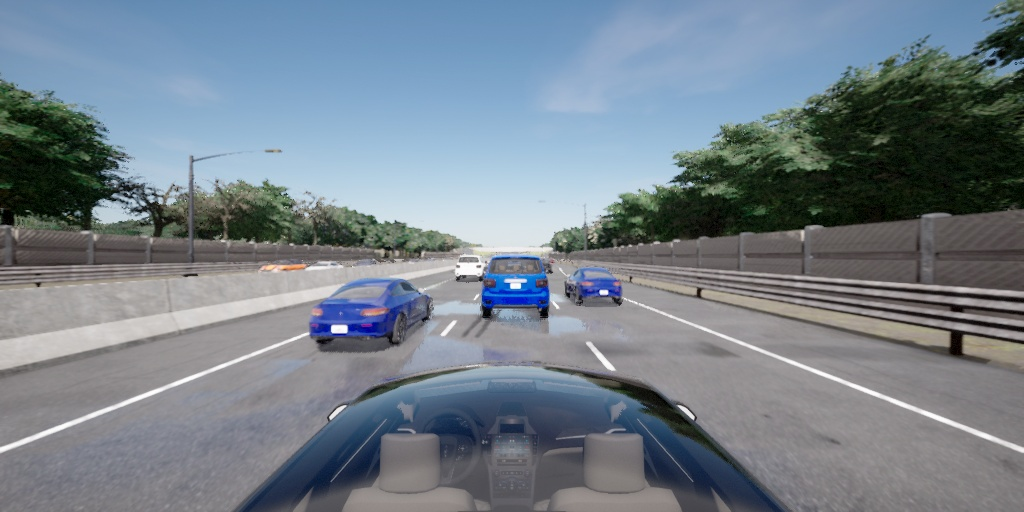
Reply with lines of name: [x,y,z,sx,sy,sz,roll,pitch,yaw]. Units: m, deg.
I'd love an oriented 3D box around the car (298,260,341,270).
car: [-17.491,1.271,33.556,1.812,1.442,4.674,0,0,0]

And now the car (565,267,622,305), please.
car: [3.515,1.222,15.967,1.812,1.442,4.674,0,0,0]

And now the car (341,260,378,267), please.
car: [-13.986,1.310,34.051,1.994,1.385,4.181,0,0,0]

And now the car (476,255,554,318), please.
car: [0.115,0.970,13.172,2.150,2.045,5.566,0,0,0]

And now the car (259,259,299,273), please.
car: [-20.993,1.097,33.061,2.097,1.767,4.553,0,0,0]

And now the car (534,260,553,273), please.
car: [3.664,1.187,42.700,1.837,1.490,4.892,0,0,0]

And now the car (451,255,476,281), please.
car: [-3.319,0.970,29.958,2.150,2.045,5.566,0,0,0]

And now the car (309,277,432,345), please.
car: [-3.392,1.274,9.357,1.812,1.442,4.674,0,0,0]
